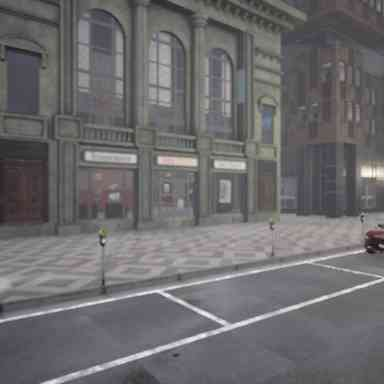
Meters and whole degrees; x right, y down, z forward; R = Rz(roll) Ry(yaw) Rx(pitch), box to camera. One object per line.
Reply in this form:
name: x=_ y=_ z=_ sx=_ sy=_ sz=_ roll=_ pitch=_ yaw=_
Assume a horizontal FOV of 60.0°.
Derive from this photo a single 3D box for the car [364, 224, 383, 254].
car: x=8.250 y=1.588 z=12.532 sx=4.507 sy=1.381 sz=1.887 roll=0 pitch=0 yaw=-35
